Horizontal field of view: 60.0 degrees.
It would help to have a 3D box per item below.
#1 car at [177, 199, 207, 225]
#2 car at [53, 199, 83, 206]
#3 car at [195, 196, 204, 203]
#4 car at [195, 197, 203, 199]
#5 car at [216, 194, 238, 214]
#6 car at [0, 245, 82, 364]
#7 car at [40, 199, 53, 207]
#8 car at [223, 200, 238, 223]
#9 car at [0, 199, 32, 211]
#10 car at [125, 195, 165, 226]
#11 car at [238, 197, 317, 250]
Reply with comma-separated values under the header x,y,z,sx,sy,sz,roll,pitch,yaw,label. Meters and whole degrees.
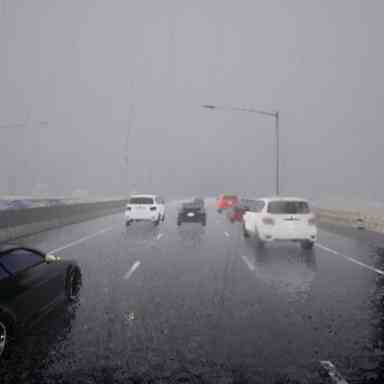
x,y,z,sx,sy,sz,roll,pitch,yaw,label
0.027,1.516,24.081,2.163,1.488,4.792,0,0,2,car
-13.649,1.641,38.004,1.895,1.301,4.718,0,0,1,car
1.649,1.708,74.172,1.994,1.385,4.181,0,0,3,car
1.066,1.655,56.805,1.994,1.385,4.181,0,0,2,car
3.909,1.260,36.368,2.150,2.045,5.566,0,0,1,car
-3.379,1.562,5.545,1.994,1.385,4.181,0,0,0,car
-17.064,1.574,41.487,1.812,1.442,4.674,0,0,2,car
3.704,1.578,25.416,1.994,1.385,4.181,0,0,1,car
-20.621,1.567,39.093,1.812,1.442,4.674,0,0,2,car
-3.216,1.232,23.608,2.150,2.045,5.566,0,0,1,car
3.570,1.224,14.524,2.150,2.045,5.566,0,0,1,car
